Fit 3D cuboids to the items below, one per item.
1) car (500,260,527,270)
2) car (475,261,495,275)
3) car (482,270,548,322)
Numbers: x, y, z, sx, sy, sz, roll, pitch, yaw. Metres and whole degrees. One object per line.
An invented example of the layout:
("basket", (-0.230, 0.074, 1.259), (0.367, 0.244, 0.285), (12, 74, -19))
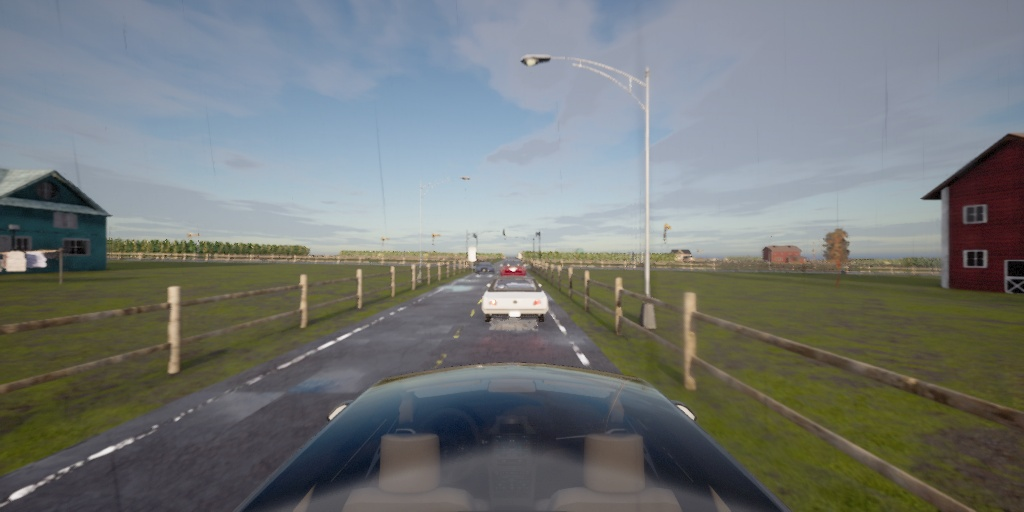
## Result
("car", (0.102, 1.065, 29.128), (2.097, 1.767, 4.553), (0, 0, 0))
("car", (-2.826, 1.267, 38.521), (1.994, 1.385, 4.181), (0, 0, 0))
("car", (0.082, 1.333, 12.232), (1.895, 1.301, 4.718), (0, 0, 0))
